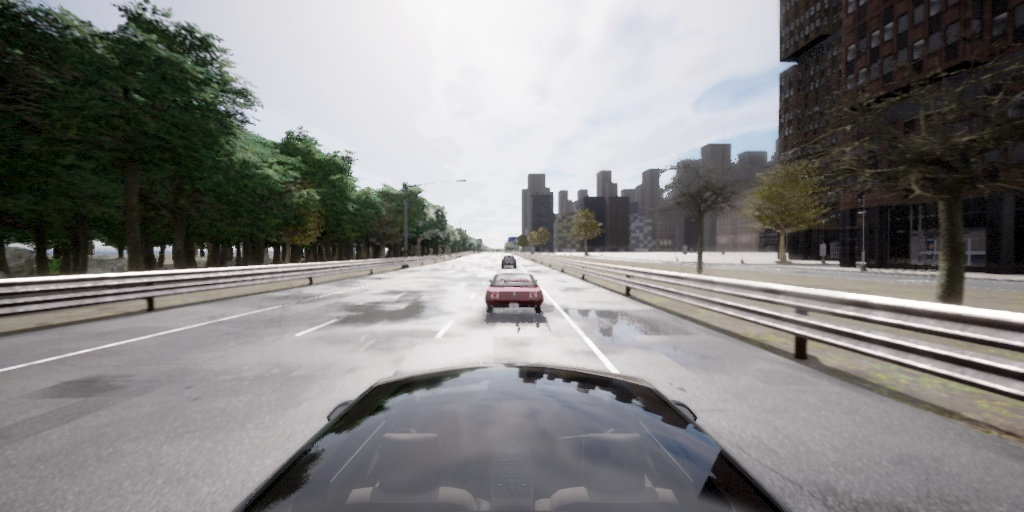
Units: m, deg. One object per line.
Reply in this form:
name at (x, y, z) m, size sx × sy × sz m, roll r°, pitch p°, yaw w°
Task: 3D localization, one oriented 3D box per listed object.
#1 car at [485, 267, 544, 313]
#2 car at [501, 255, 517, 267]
car at (0.056, 1.253, 13.469) m, size 1.895 × 1.301 × 4.718 m, roll 0°, pitch 0°, yaw 0°
car at (-0.414, 0.654, 47.119) m, size 2.033 × 1.649 × 4.856 m, roll 0°, pitch 1°, yaw -1°
